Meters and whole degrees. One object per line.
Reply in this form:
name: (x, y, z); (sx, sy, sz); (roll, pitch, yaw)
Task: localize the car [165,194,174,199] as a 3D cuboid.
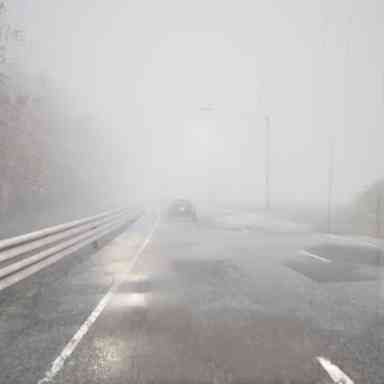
car: (-6.304, 1.197, 92.456); (2.033, 1.411, 5.357); (0, 0, -9)

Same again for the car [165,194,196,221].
car: (-0.874, 1.294, 26.412); (2.097, 1.767, 4.553); (0, 0, -4)

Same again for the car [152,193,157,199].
car: (-10.197, 1.017, 94.781); (2.097, 1.767, 4.553); (0, 0, -9)

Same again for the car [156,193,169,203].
car: (-5.191, 1.306, 62.483); (1.837, 1.490, 4.892); (0, 0, -9)
